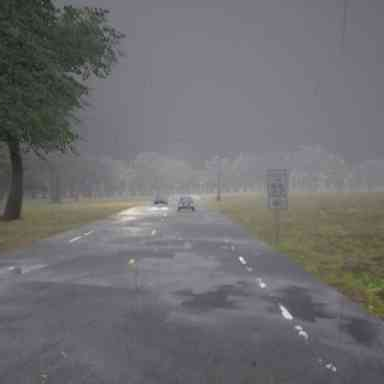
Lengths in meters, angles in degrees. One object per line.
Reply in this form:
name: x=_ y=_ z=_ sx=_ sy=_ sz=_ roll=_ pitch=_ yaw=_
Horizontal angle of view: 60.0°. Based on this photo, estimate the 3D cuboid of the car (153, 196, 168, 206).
car: x=-4.421 y=1.280 z=47.573 sx=1.895 sy=1.301 sz=4.718 roll=-1 pitch=1 yaw=-1

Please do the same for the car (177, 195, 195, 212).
car: x=-0.646 y=1.306 z=35.938 sx=2.033 sy=1.411 sz=5.357 roll=-1 pitch=1 yaw=-2

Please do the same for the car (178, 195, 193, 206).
car: x=-0.870 y=1.179 z=47.631 sx=1.994 sy=1.385 sz=4.181 roll=-1 pitch=1 yaw=-1
